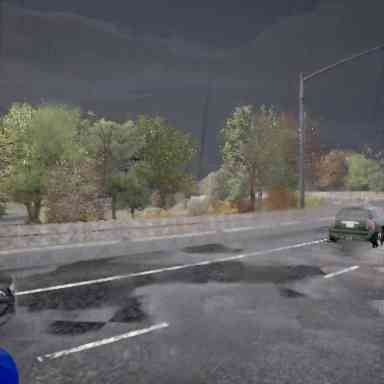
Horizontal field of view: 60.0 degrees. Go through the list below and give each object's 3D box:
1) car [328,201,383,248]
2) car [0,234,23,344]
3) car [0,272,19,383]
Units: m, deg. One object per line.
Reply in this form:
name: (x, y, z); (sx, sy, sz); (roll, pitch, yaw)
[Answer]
car: (8.374, 1.478, 15.871); (4.553, 1.767, 2.097); (0, -1, -44)
car: (-5.062, 1.554, 4.567); (4.674, 1.442, 1.812); (0, 0, -35)
car: (-3.509, 1.486, 1.398); (5.008, 1.535, 1.882); (0, 0, -35)
